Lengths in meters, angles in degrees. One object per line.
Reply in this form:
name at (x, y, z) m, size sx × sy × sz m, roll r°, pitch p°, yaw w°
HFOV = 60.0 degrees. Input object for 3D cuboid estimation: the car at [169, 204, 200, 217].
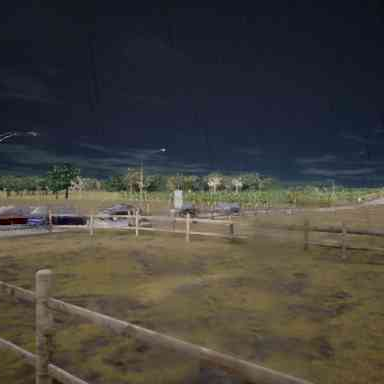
car at (-0.934, 2.190, 40.544) m, size 2.128 × 1.511 × 4.902 m, roll 1°, pitch -1°, yaw 35°

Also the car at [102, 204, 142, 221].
car at (-6.905, 1.958, 32.085) m, size 1.837 × 1.490 × 4.892 m, roll 1°, pitch -1°, yaw 35°

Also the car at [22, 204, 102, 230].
car at (-9.168, 1.675, 23.836) m, size 2.097 × 1.767 × 4.553 m, roll 1°, pitch -1°, yaw 36°

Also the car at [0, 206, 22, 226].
car at (-12.895, 1.708, 23.707) m, size 1.882 × 1.535 × 5.008 m, roll 1°, pitch -1°, yaw 37°

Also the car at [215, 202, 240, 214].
car at (5.309, 2.328, 49.318) m, size 2.097 × 1.767 × 4.553 m, roll 1°, pitch -1°, yaw 36°
